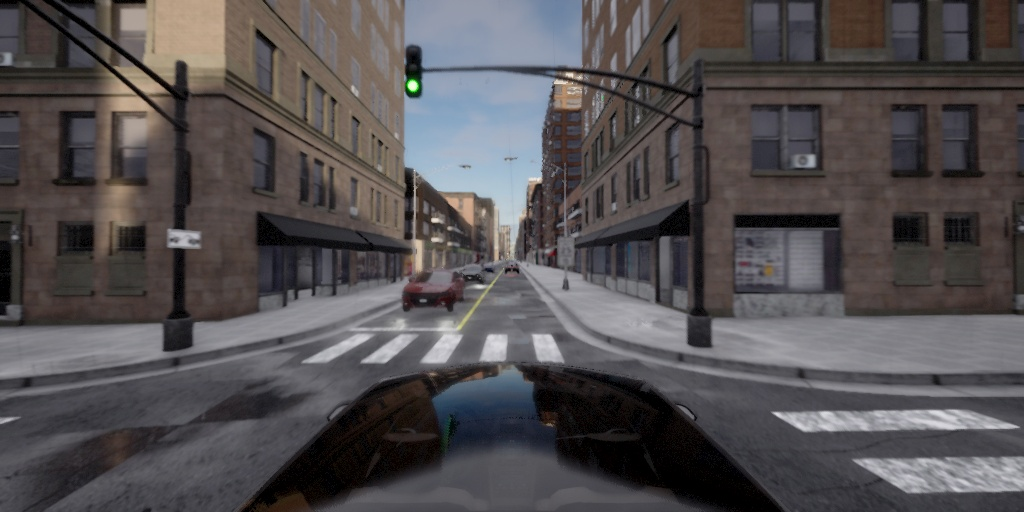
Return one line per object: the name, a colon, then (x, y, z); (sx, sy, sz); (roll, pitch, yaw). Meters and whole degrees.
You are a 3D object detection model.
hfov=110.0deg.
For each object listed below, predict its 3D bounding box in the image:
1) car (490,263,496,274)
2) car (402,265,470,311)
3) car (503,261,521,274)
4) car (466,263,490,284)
car: (-3.054, 1.552, 44.557); (1.895, 1.301, 4.718); (0, 0, 1)
car: (-3.094, 1.296, 14.973); (1.882, 1.535, 5.008); (0, 0, 0)
car: (-0.001, 1.459, 45.253); (1.837, 1.490, 4.892); (0, 0, 0)
car: (-3.091, 1.385, 28.710); (1.837, 1.490, 4.892); (0, 0, 0)
